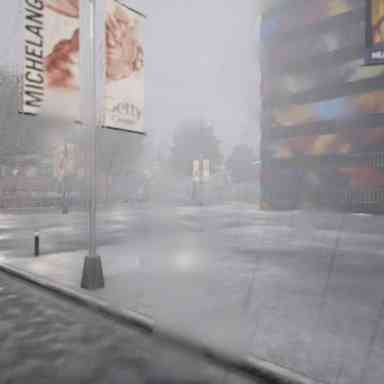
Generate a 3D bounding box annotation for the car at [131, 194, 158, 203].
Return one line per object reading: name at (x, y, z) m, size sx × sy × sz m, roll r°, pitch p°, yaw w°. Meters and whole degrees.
car at (-8.318, 1.150, 61.442) m, size 1.812 × 1.442 × 4.674 m, roll 0°, pitch 0°, yaw 41°

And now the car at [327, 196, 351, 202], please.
car at (16.401, 1.303, 36.610) m, size 2.002 × 1.452 × 4.674 m, roll 0°, pitch 0°, yaw 41°

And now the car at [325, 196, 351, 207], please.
car at (21.301, 1.390, 48.516) m, size 2.161 × 1.482 × 4.786 m, roll 0°, pitch 0°, yaw 41°

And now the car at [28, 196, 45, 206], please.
car at (-22.432, 1.387, 50.713) m, size 2.128 × 1.511 × 4.902 m, roll 0°, pitch 0°, yaw 41°

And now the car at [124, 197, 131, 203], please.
car at (-10.956, 1.509, 63.743) m, size 1.994 × 1.385 × 4.181 m, roll 0°, pitch 0°, yaw 41°

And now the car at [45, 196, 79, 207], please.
car at (-18.960, 1.468, 49.381) m, size 1.994 × 1.385 × 4.181 m, roll 0°, pitch 0°, yaw 41°
